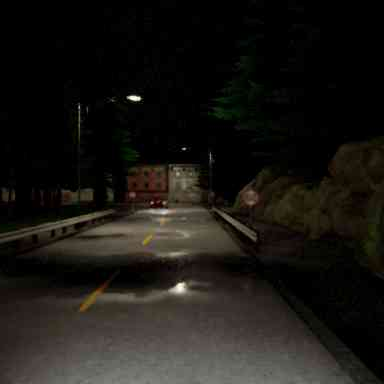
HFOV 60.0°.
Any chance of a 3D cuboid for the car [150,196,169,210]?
[{"bbox_3d":[-4.204,1.369,43.593,2.097,1.767,4.553,0,0,0],"label":"car"}]
